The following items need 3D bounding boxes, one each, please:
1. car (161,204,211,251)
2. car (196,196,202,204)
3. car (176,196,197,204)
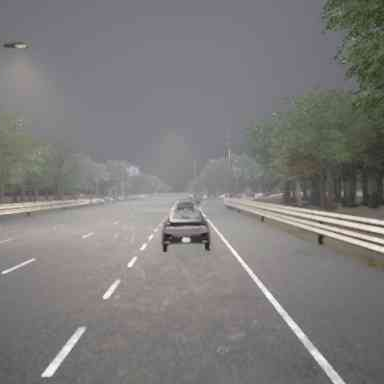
[{"bbox_3d":[-0.257,1.475,14.106,2.128,1.511,4.902,-1,0,-1],"label":"car"},{"bbox_3d":[0.569,1.401,55.978,2.128,1.511,4.902,-1,0,10],"label":"car"},{"bbox_3d":[-0.695,1.508,36.769,1.837,1.490,4.892,-1,0,-1],"label":"car"}]
